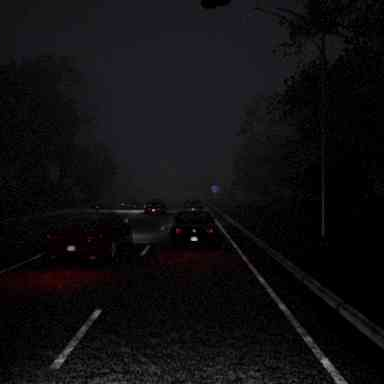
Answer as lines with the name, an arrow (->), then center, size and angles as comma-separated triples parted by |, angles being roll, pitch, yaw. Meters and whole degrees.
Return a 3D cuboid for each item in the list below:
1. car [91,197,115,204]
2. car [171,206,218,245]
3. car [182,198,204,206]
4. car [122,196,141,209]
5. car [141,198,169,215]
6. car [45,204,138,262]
car -> -10.588, 1.351, 39.878 | 2.033, 1.411, 5.357 | 0, 0, 0
car -> 0.095, 1.532, 15.189 | 1.895, 1.301, 4.718 | 0, 0, 0
car -> 0.099, 1.336, 31.944 | 2.128, 1.511, 4.902 | 0, 0, 0
car -> -7.086, 1.313, 39.352 | 1.837, 1.490, 4.892 | 0, 0, 0
car -> -3.401, 1.350, 31.961 | 1.837, 1.490, 4.892 | 0, 0, 0
car -> -3.414, 1.425, 11.910 | 1.882, 1.535, 5.008 | 0, 0, 0
